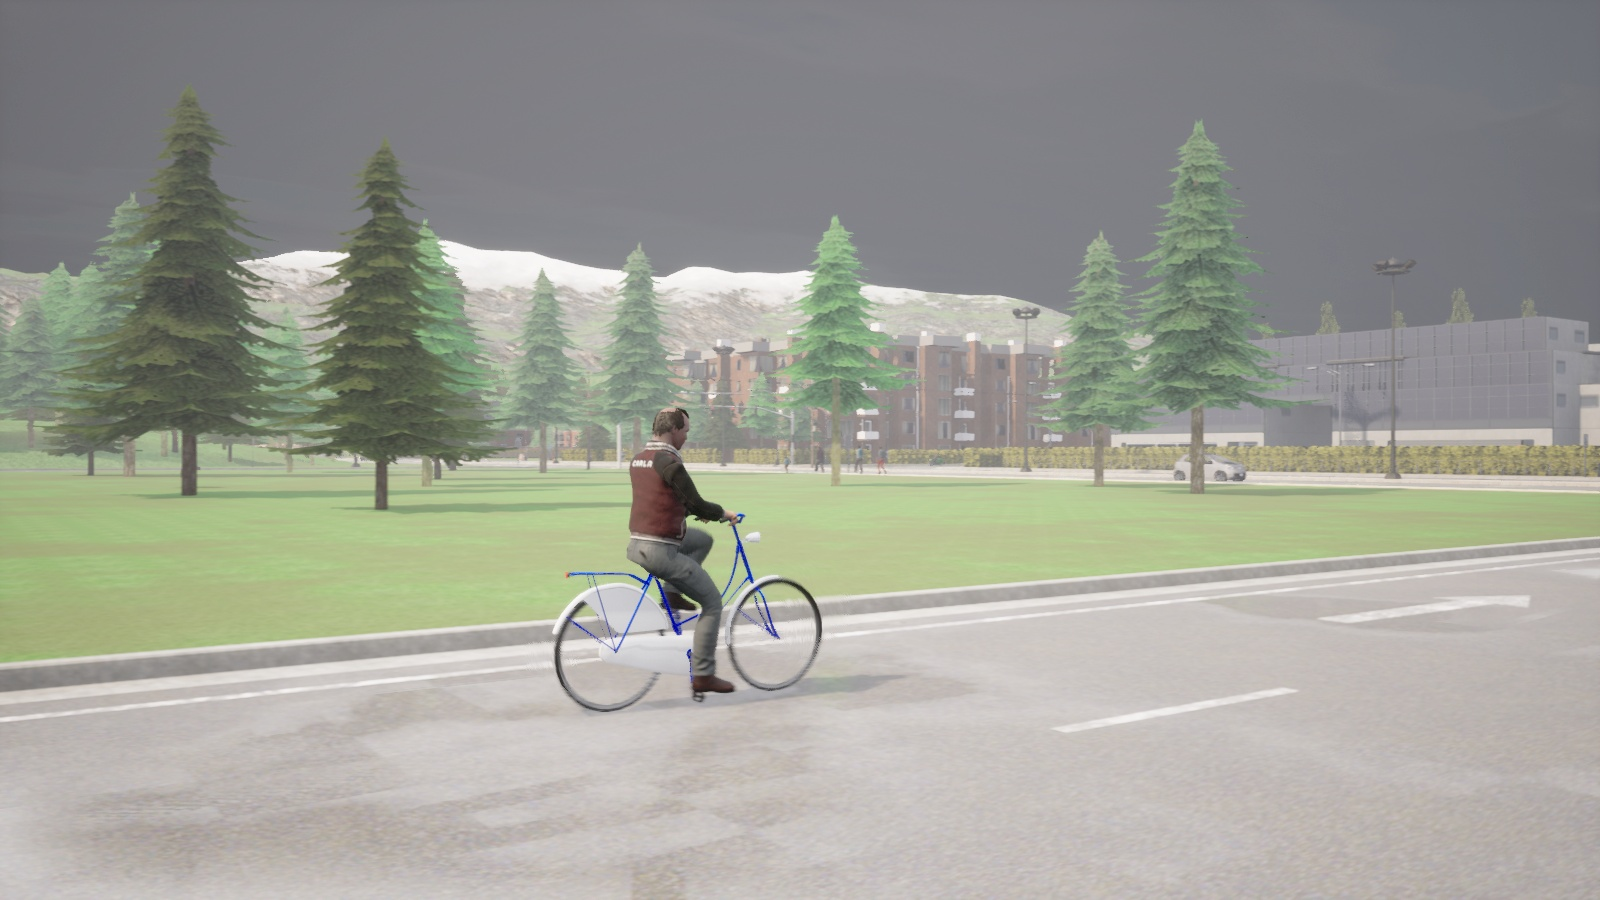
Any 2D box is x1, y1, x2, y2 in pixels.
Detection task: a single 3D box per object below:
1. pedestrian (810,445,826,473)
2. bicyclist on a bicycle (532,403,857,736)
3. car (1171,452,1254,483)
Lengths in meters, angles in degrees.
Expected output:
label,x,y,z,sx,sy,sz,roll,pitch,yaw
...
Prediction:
label,x,y,z,sx,sy,sz,roll,pitch,yaw
pedestrian,1.208,0.582,82.181,0.634,1.844,0.899,0,0,-35
bicyclist on a bicycle,-0.598,0.635,7.507,1.843,1.776,0.659,0,0,-35
car,21.089,0.871,64.304,1.845,1.501,3.633,0,0,-35
